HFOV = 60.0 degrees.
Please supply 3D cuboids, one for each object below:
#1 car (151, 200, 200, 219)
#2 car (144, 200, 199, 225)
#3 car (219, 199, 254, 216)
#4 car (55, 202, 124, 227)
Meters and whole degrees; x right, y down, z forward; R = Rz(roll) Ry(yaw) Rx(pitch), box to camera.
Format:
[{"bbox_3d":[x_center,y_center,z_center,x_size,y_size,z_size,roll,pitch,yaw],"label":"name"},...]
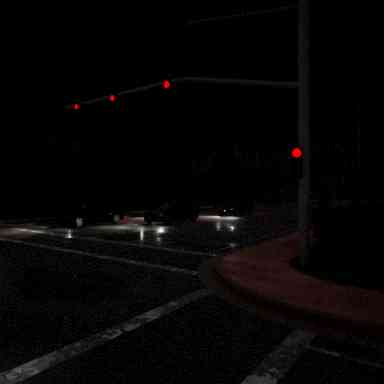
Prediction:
[{"bbox_3d":[-1.409,1.505,30.671,1.837,1.490,4.892,0,0,36],"label":"car"},{"bbox_3d":[-1.424,1.478,24.647,1.882,1.535,5.008,0,0,36],"label":"car"},{"bbox_3d":[4.436,1.505,32.786,1.837,1.490,4.892,0,0,36],"label":"car"},{"bbox_3d":[-6.940,1.477,22.956,1.882,1.535,5.008,0,0,36],"label":"car"}]
